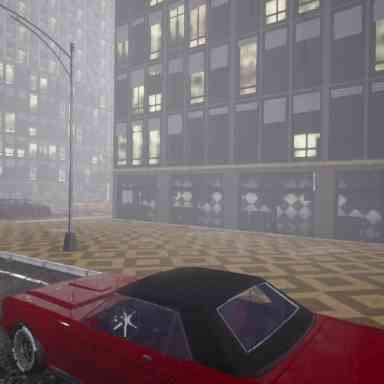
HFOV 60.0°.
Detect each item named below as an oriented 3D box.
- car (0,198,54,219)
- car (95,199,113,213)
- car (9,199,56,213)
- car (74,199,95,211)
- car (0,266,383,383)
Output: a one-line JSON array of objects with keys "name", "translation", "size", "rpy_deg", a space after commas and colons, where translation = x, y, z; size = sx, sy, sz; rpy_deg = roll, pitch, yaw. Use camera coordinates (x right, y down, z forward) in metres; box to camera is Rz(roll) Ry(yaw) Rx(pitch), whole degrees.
[{"name": "car", "translation": [-15.671, 1.519, 30.733], "size": [2.192, 1.841, 5.009], "rpy_deg": [1, 0, 37]}, {"name": "car", "translation": [-8.844, 1.829, 39.922], "size": [1.752, 1.417, 4.829], "rpy_deg": [1, 0, 37]}, {"name": "car", "translation": [-19.138, 1.642, 40.119], "size": [1.752, 1.417, 4.829], "rpy_deg": [1, 0, 37]}, {"name": "car", "translation": [-13.118, 1.694, 43.858], "size": [1.882, 1.535, 5.008], "rpy_deg": [1, 0, 36]}, {"name": "car", "translation": [-0.285, 1.600, 3.895], "size": [4.718, 1.301, 1.895], "rpy_deg": [0, 0, 36]}]
